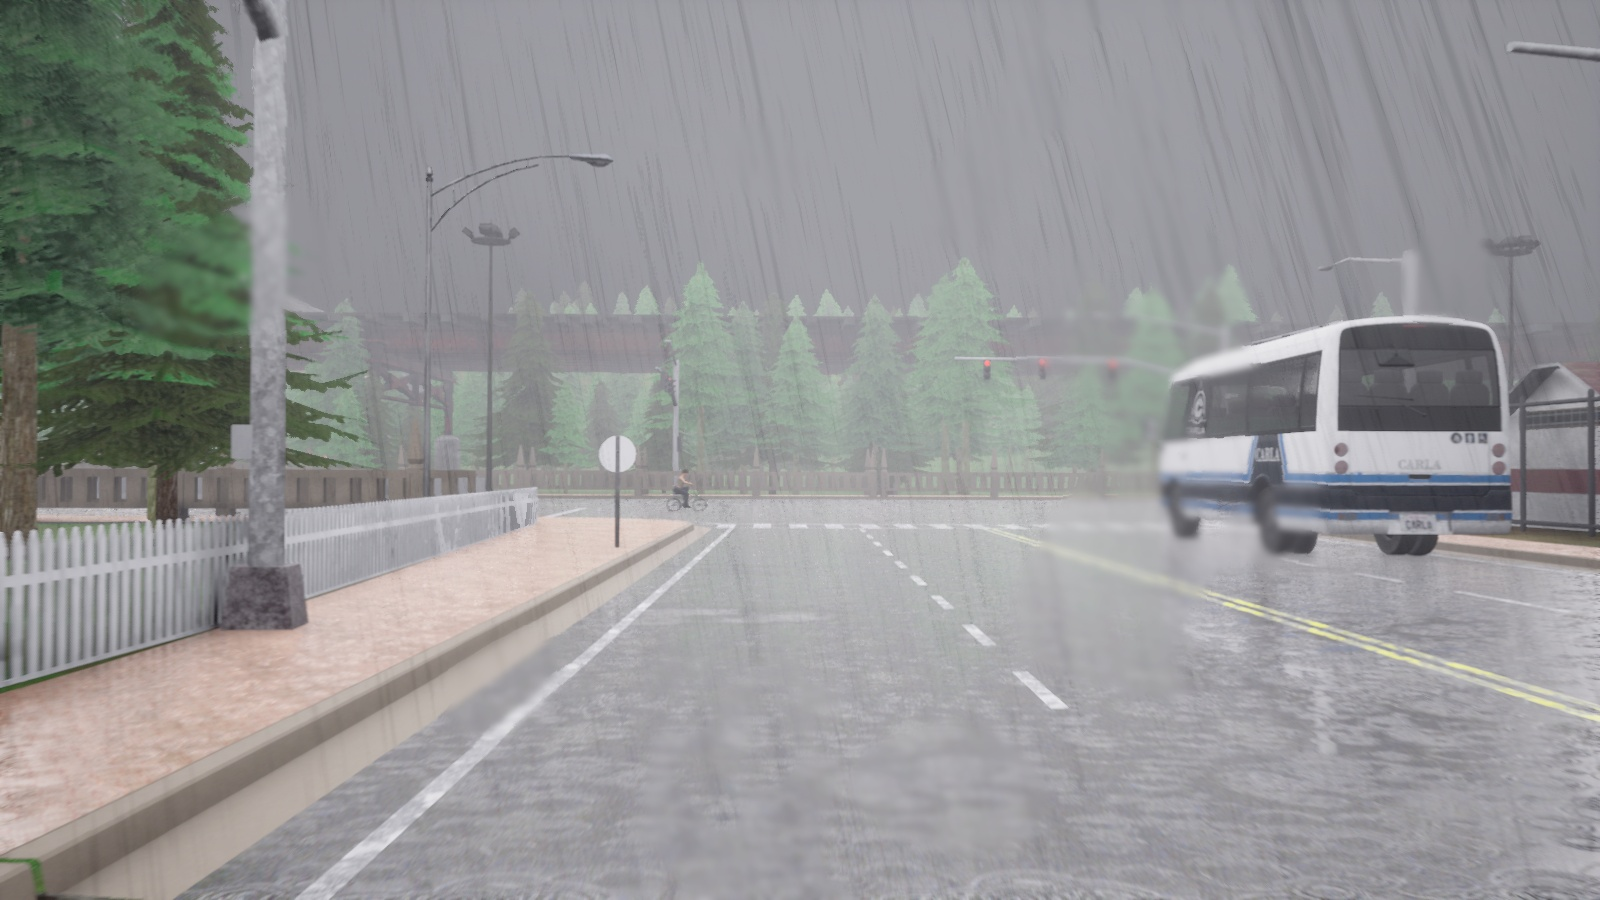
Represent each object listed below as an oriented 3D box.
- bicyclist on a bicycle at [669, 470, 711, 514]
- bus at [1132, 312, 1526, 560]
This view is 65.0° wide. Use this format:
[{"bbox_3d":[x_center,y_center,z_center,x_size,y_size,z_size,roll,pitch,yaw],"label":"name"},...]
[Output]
[{"bbox_3d":[-4.119,1.554,46.981,1.509,1.612,0.866,0,-1,-2],"label":"bicyclist on a bicycle"},{"bbox_3d":[10.428,-0.157,26.666,3.944,4.253,10.273,0,-1,0],"label":"bus"}]
